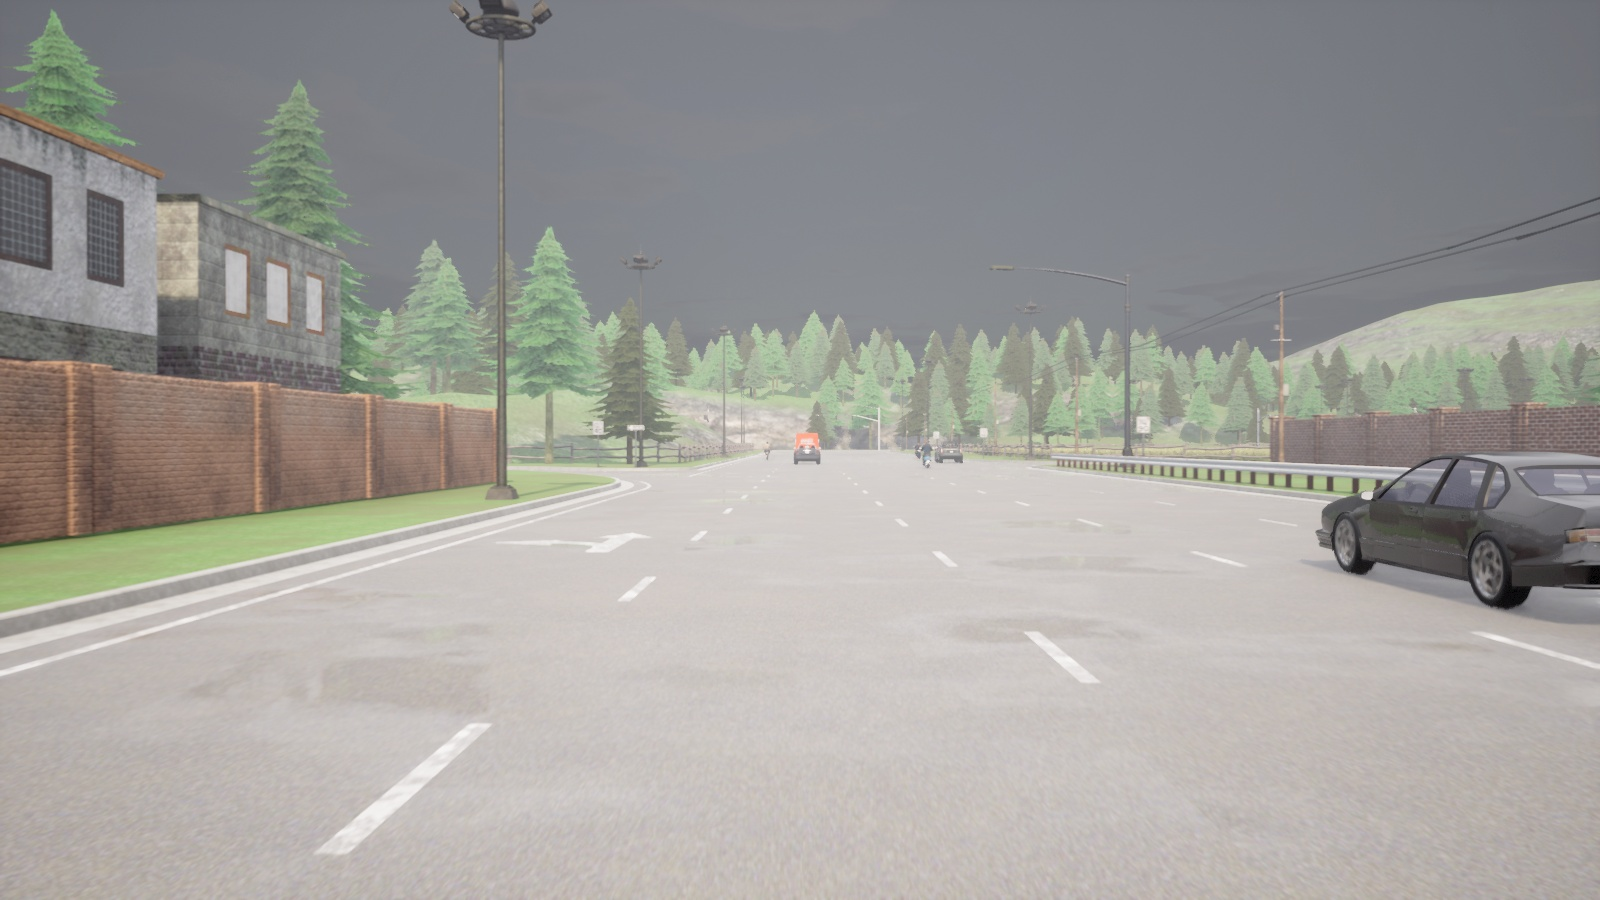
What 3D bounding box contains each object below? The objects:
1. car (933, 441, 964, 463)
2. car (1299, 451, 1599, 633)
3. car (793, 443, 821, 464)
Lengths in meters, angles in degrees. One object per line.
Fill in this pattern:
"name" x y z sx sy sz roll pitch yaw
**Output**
"car" 11.039 0.131 93.376 1.851 1.617 3.988 0 0 0
"car" 7.086 0.729 12.627 2.033 1.411 5.357 0 0 0
"car" 0.520 0.206 90.343 1.970 1.475 3.806 0 0 0
